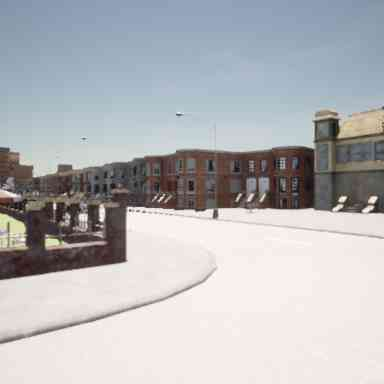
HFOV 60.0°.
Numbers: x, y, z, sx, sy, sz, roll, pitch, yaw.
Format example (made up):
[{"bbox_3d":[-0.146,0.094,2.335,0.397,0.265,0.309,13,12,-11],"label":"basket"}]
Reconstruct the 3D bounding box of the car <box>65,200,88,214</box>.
[{"bbox_3d":[-11.821,1.475,33.625,2.033,1.411,5.357,-1,0,-35],"label":"car"}]
